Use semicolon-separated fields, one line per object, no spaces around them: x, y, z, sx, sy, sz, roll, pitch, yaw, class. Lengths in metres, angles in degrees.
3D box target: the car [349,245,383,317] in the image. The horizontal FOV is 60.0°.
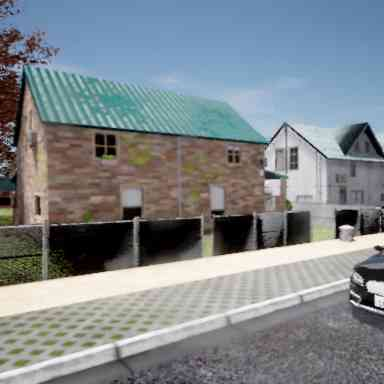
5.095;1.514;6.701;4.902;1.511;2.128;0;0;-35;car
